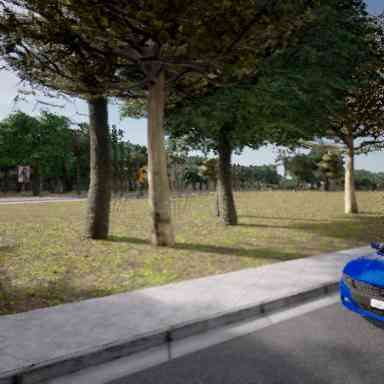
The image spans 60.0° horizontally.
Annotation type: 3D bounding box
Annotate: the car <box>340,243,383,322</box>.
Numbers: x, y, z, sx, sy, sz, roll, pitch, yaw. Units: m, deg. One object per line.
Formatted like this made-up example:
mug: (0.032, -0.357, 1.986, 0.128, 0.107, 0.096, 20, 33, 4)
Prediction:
car: (4.920, 1.452, 6.579, 5.008, 1.535, 1.882, 0, 0, -36)
